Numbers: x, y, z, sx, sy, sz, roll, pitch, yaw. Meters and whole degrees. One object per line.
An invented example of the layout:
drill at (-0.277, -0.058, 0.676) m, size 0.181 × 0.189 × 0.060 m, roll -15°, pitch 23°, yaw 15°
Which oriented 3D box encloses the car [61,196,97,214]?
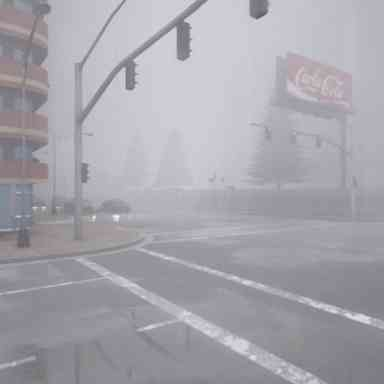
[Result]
car at (-11.430, 1.355, 34.027) m, size 2.097 × 1.767 × 4.553 m, roll 0°, pitch 0°, yaw -36°

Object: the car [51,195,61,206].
car at (-21.317, 1.354, 53.849) m, size 2.097 × 1.767 × 4.553 m, roll 0°, pitch 0°, yaw -36°

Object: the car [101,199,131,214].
car at (-8.163, 1.509, 35.480) m, size 1.837 × 1.490 × 4.892 m, roll 0°, pitch 0°, yaw -36°

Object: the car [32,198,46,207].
car at (-24.107, 1.568, 51.732) m, size 1.994 × 1.385 × 4.181 m, roll 0°, pitch 0°, yaw -36°
